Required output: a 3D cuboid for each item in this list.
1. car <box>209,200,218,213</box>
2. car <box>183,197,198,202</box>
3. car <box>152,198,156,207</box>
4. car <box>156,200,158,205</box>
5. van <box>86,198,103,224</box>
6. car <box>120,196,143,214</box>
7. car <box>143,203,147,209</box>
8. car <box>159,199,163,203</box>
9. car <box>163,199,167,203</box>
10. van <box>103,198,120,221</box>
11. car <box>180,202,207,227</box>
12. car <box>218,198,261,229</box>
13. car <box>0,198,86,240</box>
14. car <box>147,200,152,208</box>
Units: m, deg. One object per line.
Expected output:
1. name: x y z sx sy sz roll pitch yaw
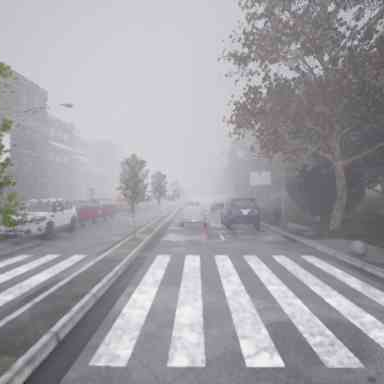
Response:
1. car: 3.267 1.805 42.284 1.837 1.490 4.892 0 -1 0
2. car: 0.117 1.793 42.425 2.128 1.511 4.902 0 0 0
3. car: -7.910 1.879 57.201 2.163 1.488 4.792 0 0 0
4. car: -7.877 1.910 62.778 2.002 1.452 4.674 0 0 0
5. van: -8.110 1.446 23.836 1.878 1.987 4.442 0 0 0
6. car: -8.010 1.523 40.563 2.435 2.045 5.566 0 0 0
7. car: -7.977 1.833 46.107 2.163 1.488 4.792 0 0 0
8. car: -7.844 1.888 68.329 2.231 1.521 4.892 0 0 0
9. car: -7.777 1.913 79.321 2.097 1.535 5.008 0 0 1
10. van: -8.076 1.484 29.383 1.878 1.987 4.442 0 0 0
11. car: 0.110 1.718 24.639 1.812 1.442 4.674 0 -1 0
12. car: 3.259 1.402 23.016 2.150 2.045 5.566 0 0 0
13. car: -8.141 1.381 18.379 2.435 2.045 5.566 0 0 0
14. car: -7.944 1.868 51.686 2.002 1.452 4.674 0 0 0
